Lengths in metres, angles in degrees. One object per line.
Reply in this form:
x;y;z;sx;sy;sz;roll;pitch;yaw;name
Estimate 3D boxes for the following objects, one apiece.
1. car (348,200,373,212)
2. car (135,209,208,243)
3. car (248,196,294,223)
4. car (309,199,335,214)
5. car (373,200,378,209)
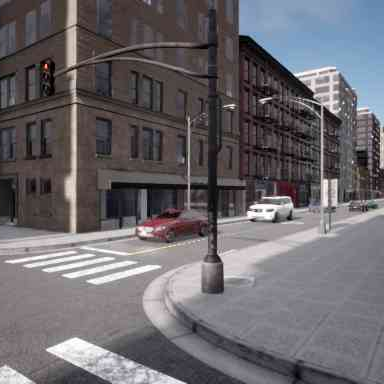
22.034;1.782;43.955;2.128;1.511;4.902;0;0;36;car
-0.817;1.617;16.910;1.812;1.442;4.674;0;0;36;car
6.611;1.386;27.374;2.150;2.045;5.566;0;0;36;car
15.600;1.603;39.939;2.097;1.767;4.553;0;0;36;car
27.785;1.905;52.034;1.994;1.385;4.181;0;0;35;car
